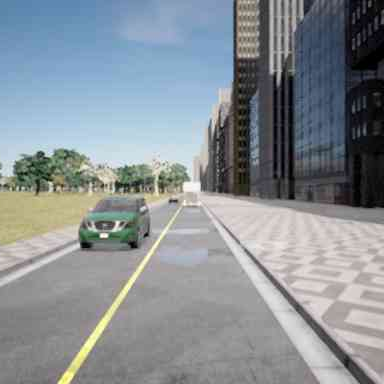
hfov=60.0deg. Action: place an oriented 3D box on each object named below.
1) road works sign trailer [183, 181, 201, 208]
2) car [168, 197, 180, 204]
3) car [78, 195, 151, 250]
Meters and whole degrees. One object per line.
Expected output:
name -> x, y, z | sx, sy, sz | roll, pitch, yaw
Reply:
road works sign trailer -> -0.012, 0.319, 45.629 | 2.380, 3.560, 2.880 | 0, 0, 0
car -> -3.066, 1.423, 56.601 | 1.895, 1.301, 4.718 | 0, 0, 1
car -> -3.103, 1.177, 14.504 | 2.150, 2.045, 5.566 | 0, 0, 0
